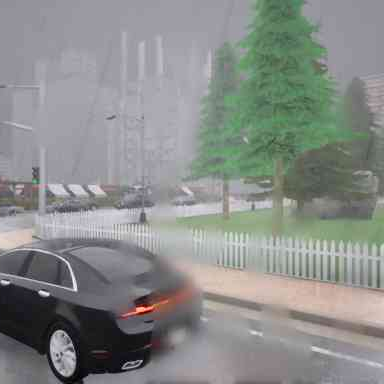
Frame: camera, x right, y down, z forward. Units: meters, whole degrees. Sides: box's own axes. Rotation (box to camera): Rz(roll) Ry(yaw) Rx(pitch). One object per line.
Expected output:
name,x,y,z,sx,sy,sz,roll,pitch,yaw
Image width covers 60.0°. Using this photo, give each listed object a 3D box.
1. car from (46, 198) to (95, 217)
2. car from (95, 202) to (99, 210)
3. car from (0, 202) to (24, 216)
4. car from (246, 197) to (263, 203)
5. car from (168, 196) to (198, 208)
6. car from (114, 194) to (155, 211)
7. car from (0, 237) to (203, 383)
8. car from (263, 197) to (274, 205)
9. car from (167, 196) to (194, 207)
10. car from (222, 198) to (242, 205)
car,-12.276,1.491,32.092,2.128,1.511,4.902,0,0,34
car,-12.835,1.478,37.538,1.882,1.535,5.008,0,0,34
car,-17.970,1.601,30.006,1.895,1.301,4.718,0,0,36
car,11.889,1.221,61.459,2.150,2.045,5.566,0,0,34
car,-1.101,1.352,48.703,2.097,1.767,4.553,0,0,34
car,-6.804,1.221,40.240,2.150,2.045,5.566,0,0,34
car,-2.121,1.505,5.440,4.892,1.490,1.837,0,0,36
car,14.987,1.564,59.794,1.994,1.385,4.181,0,0,34
car,-1.834,1.505,53.865,1.837,1.490,4.892,0,0,34
car,6.403,1.526,53.270,1.812,1.442,4.674,0,0,34
